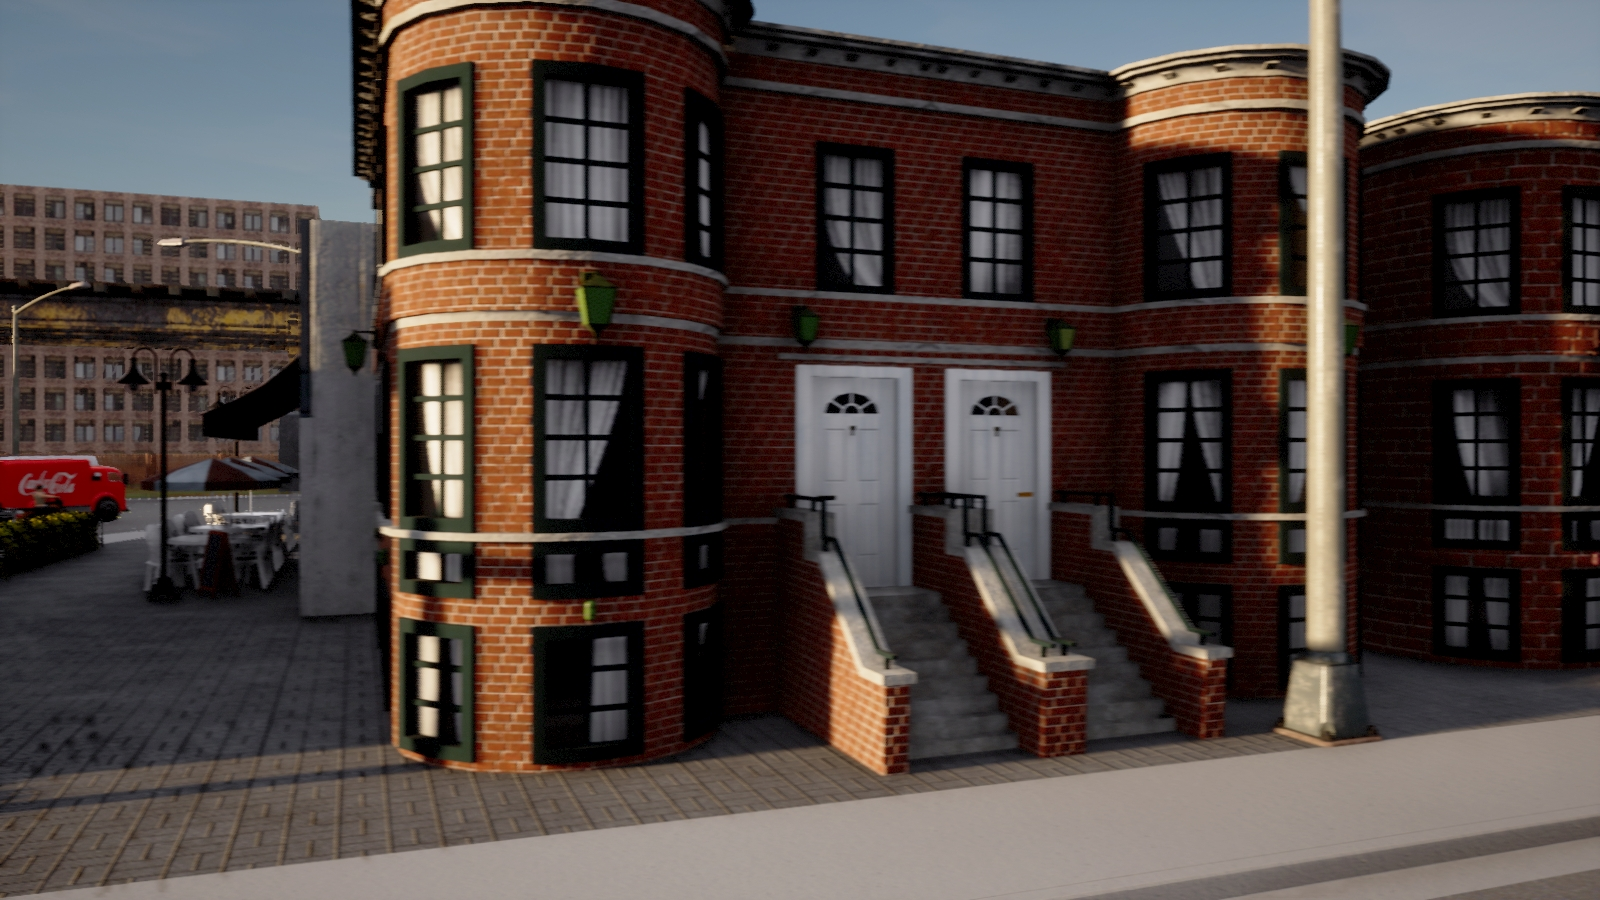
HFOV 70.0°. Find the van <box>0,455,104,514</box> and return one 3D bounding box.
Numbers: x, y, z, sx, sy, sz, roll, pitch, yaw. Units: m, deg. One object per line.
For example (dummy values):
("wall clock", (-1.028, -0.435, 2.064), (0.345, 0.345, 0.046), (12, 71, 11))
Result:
("van", (-35.527, 1.541, 52.328), (1.988, 2.561, 5.915), (0, 0, 33))

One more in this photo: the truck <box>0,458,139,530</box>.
("truck", (-28.189, 1.573, 43.044), (2.627, 2.467, 5.204), (0, 0, 20))
